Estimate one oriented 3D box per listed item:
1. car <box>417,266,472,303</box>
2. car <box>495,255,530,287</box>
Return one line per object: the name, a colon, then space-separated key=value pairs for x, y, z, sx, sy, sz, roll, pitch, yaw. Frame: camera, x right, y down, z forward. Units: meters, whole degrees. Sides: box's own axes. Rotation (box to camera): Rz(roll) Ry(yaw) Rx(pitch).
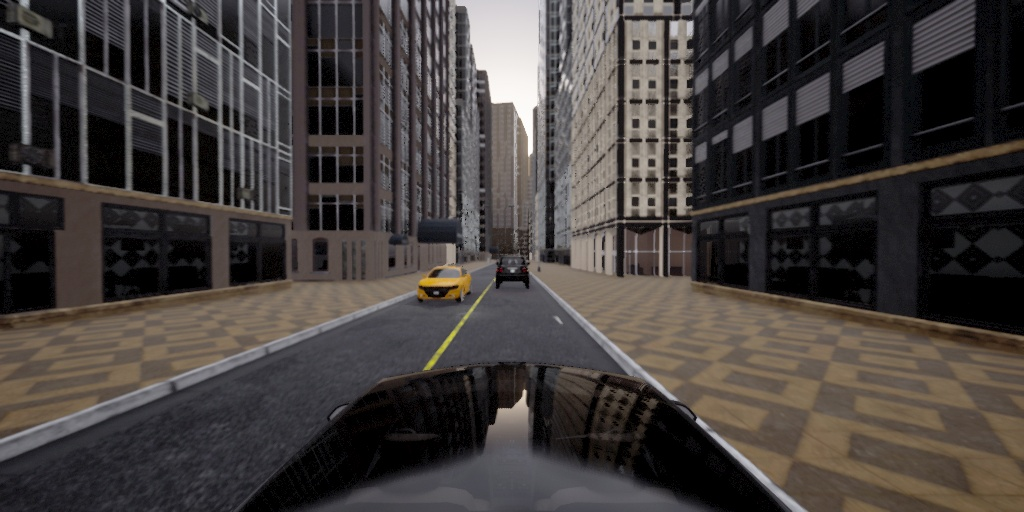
car: x=-3.033 y=1.220 z=16.929 sx=1.882 sy=1.535 sz=5.008 roll=0 pitch=0 yaw=0
car: x=0.056 y=0.965 z=24.168 sx=2.150 sy=2.045 sz=5.566 roll=0 pitch=0 yaw=0
